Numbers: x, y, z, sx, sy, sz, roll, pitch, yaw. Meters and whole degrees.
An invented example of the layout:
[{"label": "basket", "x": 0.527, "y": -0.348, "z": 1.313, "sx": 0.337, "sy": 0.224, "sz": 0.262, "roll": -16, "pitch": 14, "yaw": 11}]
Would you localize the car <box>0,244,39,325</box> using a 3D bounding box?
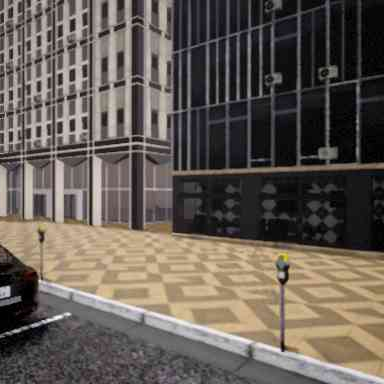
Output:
[{"label": "car", "x": -4.544, "y": 1.527, "z": 6.120, "sx": 4.313, "sy": 1.339, "sz": 1.947, "roll": 0, "pitch": 0, "yaw": 36}]
